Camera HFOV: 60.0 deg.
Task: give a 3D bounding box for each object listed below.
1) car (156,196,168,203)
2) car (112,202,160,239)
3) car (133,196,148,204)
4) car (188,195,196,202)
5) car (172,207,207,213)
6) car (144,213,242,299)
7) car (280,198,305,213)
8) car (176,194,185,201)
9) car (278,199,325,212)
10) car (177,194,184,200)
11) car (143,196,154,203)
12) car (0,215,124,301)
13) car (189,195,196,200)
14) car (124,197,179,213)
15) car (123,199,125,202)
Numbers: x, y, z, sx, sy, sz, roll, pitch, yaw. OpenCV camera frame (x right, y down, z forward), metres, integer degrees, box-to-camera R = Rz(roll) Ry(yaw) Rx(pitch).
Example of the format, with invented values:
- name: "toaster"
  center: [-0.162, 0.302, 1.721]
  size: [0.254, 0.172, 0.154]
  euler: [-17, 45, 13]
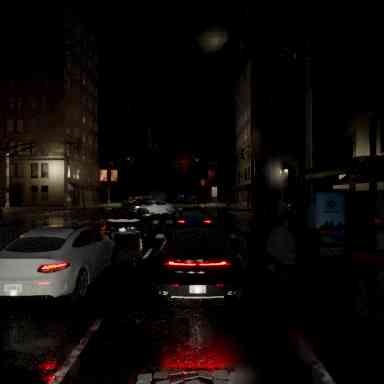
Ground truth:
- name: "car"
  center: [-6.425, 1.562, 72.410]
  size: [2.033, 1.411, 5.357]
  euler: [0, 0, 0]
- name: "car"
  center: [-3.134, 1.499, 17.446]
  size: [2.128, 1.511, 4.902]
  euler: [0, 0, 0]
- name: "car"
  center: [-9.732, 1.513, 63.508]
  size: [2.128, 1.511, 4.902]
  euler: [0, 0, 1]
- name: "car"
  center: [0.081, 1.547, 78.385]
  size: [2.128, 1.511, 4.902]
  euler: [0, 0, 0]
- name: "car"
  center: [0.100, 1.533, 17.548]
  size: [1.812, 1.442, 4.674]
  euler: [0, 0, 0]
- name: "car"
  center: [0.101, 1.508, 8.431]
  size: [1.837, 1.490, 4.892]
  euler: [0, 0, 0]
- name: "car"
  center: [12.499, 1.440, 36.895]
  size: [4.553, 1.767, 2.097]
  euler: [0, -1, 0]
- name: "car"
  center: [-3.164, 1.537, 82.792]
  size: [2.128, 1.511, 4.902]
  euler: [0, 0, 0]
- name: "car"
  center: [13.136, 1.610, 40.146]
  size: [5.008, 1.535, 1.882]
  euler: [0, -1, 1]
- name: "car"
  center: [-3.153, 1.321, 93.211]
  size: [1.882, 1.535, 5.008]
  euler: [0, 0, 0]
- name: "car"
  center: [-9.674, 1.547, 73.722]
  size: [1.812, 1.442, 4.674]
  euler: [0, 0, 0]
- name: "car"
  center: [-3.148, 1.529, 8.180]
  size: [1.812, 1.442, 4.674]
  euler: [0, 0, 0]
- name: "car"
  center: [0.098, 1.606, 93.652]
  size: [1.895, 1.301, 4.718]
  euler: [0, 0, 0]
- name: "car"
  center: [-3.721, 1.502, 31.294]
  size: [1.812, 1.442, 4.674]
  euler: [0, -1, 40]
- name: "car"
  center: [-6.377, 1.599, 40.096]
  size: [4.674, 1.442, 1.812]
  euler: [0, -1, 0]
